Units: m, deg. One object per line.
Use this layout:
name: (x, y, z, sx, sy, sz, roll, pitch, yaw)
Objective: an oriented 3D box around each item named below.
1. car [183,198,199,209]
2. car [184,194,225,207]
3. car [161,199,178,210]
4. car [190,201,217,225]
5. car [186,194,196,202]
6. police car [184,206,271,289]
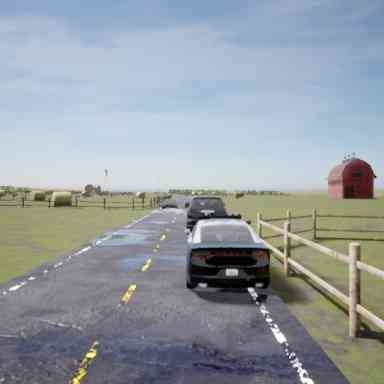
car: (-0.078, 1.527, 46.056, 2.033, 1.411, 5.357, 0, 0, 0)
car: (0.779, 1.216, 19.235, 2.150, 2.045, 5.566, 0, 0, 0)
car: (-2.850, 1.545, 43.413, 1.994, 1.385, 4.181, 0, 0, 0)
car: (0.765, 1.494, 25.206, 1.837, 1.490, 4.892, 0, 0, 0)
car: (-0.165, 1.237, 71.649, 2.097, 1.767, 4.553, 0, 0, 0)
police car: (0.802, 1.421, 9.316, 1.930, 1.638, 5.238, 0, 0, 0)
